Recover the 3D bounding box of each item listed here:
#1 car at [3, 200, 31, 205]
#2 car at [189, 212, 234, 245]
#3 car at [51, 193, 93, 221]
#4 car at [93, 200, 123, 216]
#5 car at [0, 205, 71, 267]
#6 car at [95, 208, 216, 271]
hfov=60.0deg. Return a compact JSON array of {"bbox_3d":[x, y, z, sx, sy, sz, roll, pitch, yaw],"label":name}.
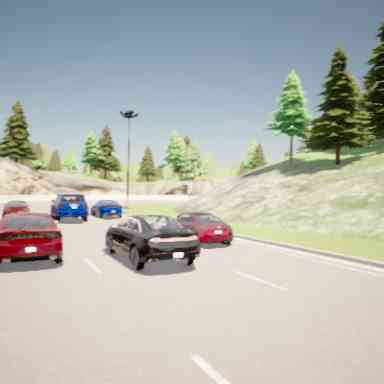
[{"bbox_3d":[-13.461,1.357,25.640,1.812,1.442,4.674,1,0,-28],"label":"car"},{"bbox_3d":[0.119,1.603,15.427,1.994,1.385,4.181,1,0,-29],"label":"car"},{"bbox_3d":[-9.411,1.124,25.437,2.150,2.045,5.566,1,0,-28],"label":"car"},{"bbox_3d":[-7.594,1.419,29.524,1.882,1.535,5.008,1,0,-27],"label":"car"},{"bbox_3d":[-5.568,1.410,11.240,1.882,1.535,5.008,1,0,-29],"label":"car"},{"bbox_3d":[-1.507,1.491,11.105,2.128,1.511,4.902,1,0,-28],"label":"car"}]
